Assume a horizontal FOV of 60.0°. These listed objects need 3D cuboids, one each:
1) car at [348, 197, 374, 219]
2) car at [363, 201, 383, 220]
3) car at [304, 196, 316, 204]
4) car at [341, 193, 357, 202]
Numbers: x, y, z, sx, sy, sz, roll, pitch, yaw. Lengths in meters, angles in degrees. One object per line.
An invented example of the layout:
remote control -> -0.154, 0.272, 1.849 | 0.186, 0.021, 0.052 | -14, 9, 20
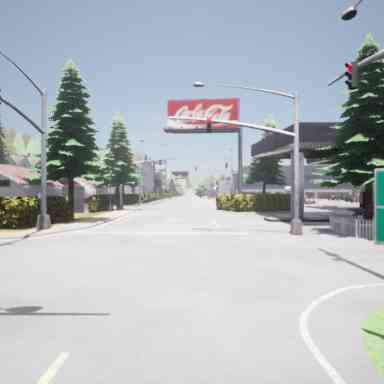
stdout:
car -> 14.310, 1.502, 25.024 | 3.866, 1.878, 1.905 | 0, 0, 0
car -> 18.623, 1.669, 30.704 | 4.611, 1.667, 2.242 | 0, 0, 0
car -> 22.351, 1.547, 64.110 | 1.970, 1.475, 3.806 | 0, 0, 0
car -> 34.737, 1.484, 71.931 | 2.007, 1.523, 4.514 | 0, 0, 0
